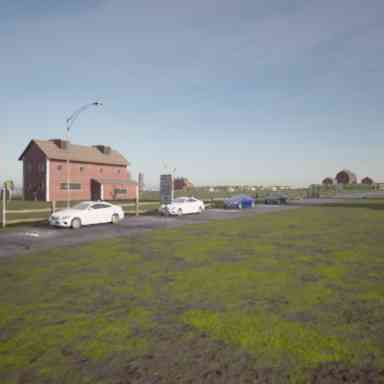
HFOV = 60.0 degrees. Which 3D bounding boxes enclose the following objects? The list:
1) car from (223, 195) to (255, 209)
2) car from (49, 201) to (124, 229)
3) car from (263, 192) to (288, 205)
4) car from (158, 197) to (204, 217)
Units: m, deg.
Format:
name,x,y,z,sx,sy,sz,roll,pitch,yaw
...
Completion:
name,x,y,z,sx,sy,sz,roll,pitch,yaw
car,5.100,1.014,35.497,1.812,1.442,4.674,1,1,36
car,-6.163,1.297,19.922,1.812,1.442,4.674,1,1,35
car,11.045,0.840,43.628,1.837,1.490,4.892,1,2,36
car,-0.752,1.162,27.435,1.812,1.442,4.674,1,1,36
